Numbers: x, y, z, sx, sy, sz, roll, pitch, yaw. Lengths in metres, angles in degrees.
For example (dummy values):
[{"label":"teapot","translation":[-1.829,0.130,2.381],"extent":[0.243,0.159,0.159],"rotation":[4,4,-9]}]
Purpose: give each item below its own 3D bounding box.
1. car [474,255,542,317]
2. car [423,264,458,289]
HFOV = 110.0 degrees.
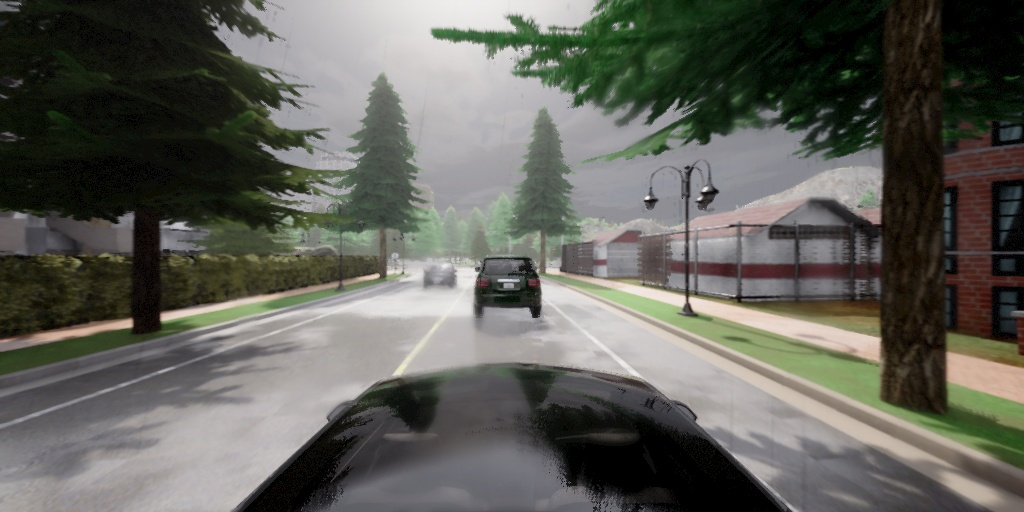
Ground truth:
[{"label":"car","translation":[-0.208,0.972,13.266],"extent":[2.150,2.045,5.566],"rotation":[0,0,-2]},{"label":"car","translation":[-4.523,1.247,23.109],"extent":[2.128,1.511,4.902],"rotation":[0,0,-5]}]
